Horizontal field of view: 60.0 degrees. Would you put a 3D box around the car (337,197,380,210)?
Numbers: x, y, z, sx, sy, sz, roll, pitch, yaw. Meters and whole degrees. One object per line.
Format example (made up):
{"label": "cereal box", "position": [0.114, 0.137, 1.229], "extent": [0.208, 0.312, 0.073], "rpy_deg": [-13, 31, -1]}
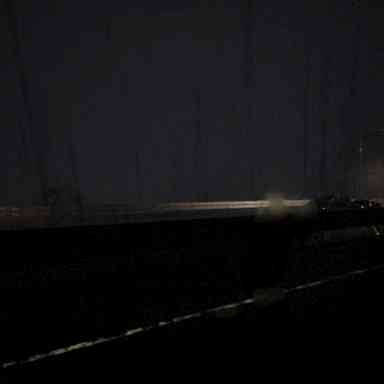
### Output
{"label": "car", "position": [16.742, 1.489, 32.726], "extent": [4.892, 1.490, 1.837], "rpy_deg": [0, 0, -34]}

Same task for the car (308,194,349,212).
{"label": "car", "position": [14.837, 1.207, 35.666], "extent": [5.566, 2.045, 2.150], "rpy_deg": [0, 0, -34]}
